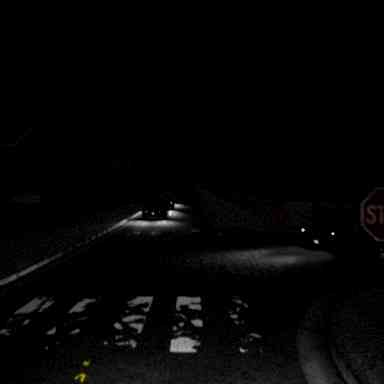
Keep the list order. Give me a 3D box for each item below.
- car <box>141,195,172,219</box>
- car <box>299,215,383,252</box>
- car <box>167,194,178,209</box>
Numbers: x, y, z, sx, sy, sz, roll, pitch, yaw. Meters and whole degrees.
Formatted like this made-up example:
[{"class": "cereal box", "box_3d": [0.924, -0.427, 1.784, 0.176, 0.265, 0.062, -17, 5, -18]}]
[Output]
[{"class": "car", "box_3d": [-2.880, 1.301, 26.885, 1.837, 1.490, 4.892, 0, 1, 0]}, {"class": "car", "box_3d": [6.872, 1.697, 14.424, 4.718, 1.301, 1.895, 1, -1, -30]}, {"class": "car", "box_3d": [-2.894, 1.157, 36.848, 1.895, 1.301, 4.718, 0, 1, 0]}]
